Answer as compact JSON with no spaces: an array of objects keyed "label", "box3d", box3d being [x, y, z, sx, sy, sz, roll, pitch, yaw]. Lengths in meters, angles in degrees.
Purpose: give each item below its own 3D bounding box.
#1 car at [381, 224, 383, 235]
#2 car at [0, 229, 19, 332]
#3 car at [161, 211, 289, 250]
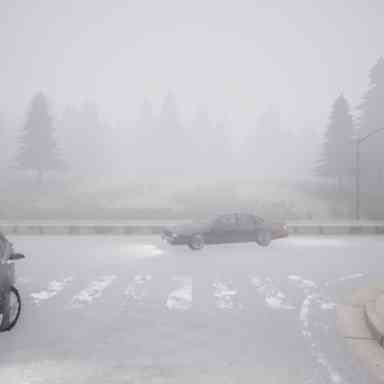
[{"label":"car","box3d":[11.230,1.488,14.995,4.902,1.511,2.128,0,0,0]},{"label":"car","box3d":[-4.433,1.504,6.361,1.837,1.490,4.892,0,0,-27]},{"label":"car","box3d":[1.451,1.544,14.111,5.357,1.411,2.033,0,0,-20]}]
